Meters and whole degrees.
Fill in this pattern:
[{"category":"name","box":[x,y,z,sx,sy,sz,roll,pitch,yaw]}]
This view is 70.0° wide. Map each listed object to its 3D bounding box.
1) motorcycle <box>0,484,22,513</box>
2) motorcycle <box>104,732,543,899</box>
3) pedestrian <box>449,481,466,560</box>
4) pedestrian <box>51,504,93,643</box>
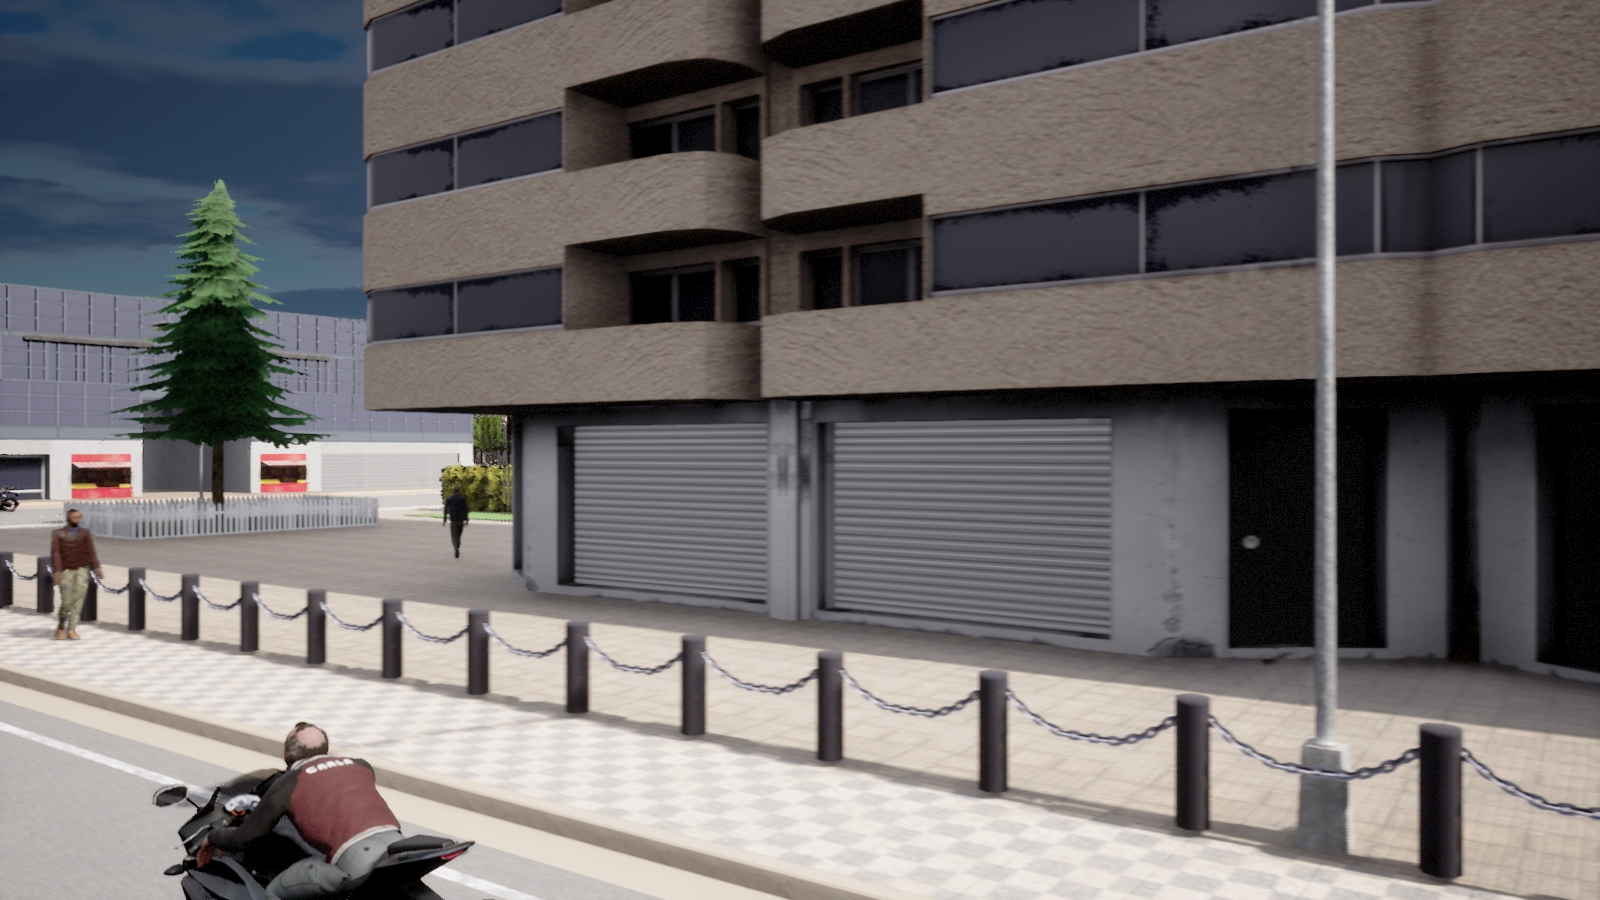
[{"category":"motorcycle","box":[-36.122,2.195,50.946,0.867,1.251,2.209,0,0,35]},{"category":"motorcycle","box":[-2.307,2.204,5.399,2.209,1.251,0.867,0,0,35]},{"category":"pedestrian","box":[-8.181,1.671,27.267,0.375,1.860,0.375,0,0,-20]},{"category":"pedestrian","box":[-10.067,1.694,15.805,0.375,1.860,0.375,0,0,35]}]
